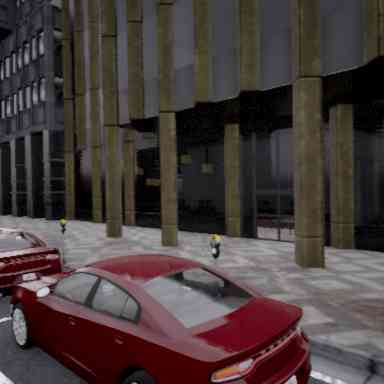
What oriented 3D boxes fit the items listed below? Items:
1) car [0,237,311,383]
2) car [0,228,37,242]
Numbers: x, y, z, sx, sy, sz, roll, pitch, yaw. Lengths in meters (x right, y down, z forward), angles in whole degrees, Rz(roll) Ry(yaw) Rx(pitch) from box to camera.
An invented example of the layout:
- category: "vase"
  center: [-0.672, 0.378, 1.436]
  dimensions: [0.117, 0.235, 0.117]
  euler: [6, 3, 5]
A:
- category: "car"
  center: [-0.819, 1.497, 4.317]
  dimensions: [4.507, 1.381, 1.887]
  euler: [0, 1, 43]
- category: "car"
  center: [-4.820, 1.531, 7.999]
  dimensions: [4.507, 1.381, 1.887]
  euler: [0, 1, 43]
